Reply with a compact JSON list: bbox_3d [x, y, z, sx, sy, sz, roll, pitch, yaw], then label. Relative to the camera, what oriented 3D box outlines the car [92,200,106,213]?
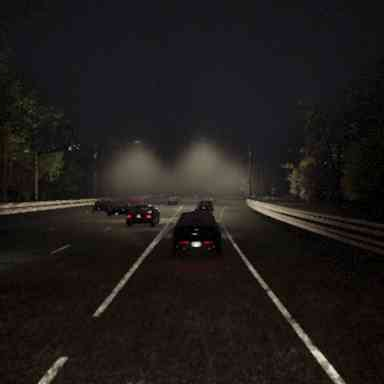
[{"bbox_3d":[-10.404,1.640,39.446,1.812,1.442,4.674,0,0,0],"label":"car"}]

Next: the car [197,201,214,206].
[{"bbox_3d":[1.432,1.651,35.836,2.033,1.411,5.357,0,0,6],"label":"car"}]

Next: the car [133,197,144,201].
[{"bbox_3d":[-10.406,1.663,63.977,1.882,1.535,5.008,0,0,0],"label":"car"}]

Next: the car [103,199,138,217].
[{"bbox_3d":[-6.903,1.696,32.683,1.895,1.301,4.718,0,0,0],"label":"car"}]

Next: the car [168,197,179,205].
[{"bbox_3d":[-3.407,1.670,61.421,2.128,1.511,4.902,0,0,0],"label":"car"}]

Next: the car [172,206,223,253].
[{"bbox_3d":[0.216,1.546,13.889,1.837,1.490,4.892,0,0,1],"label":"car"}]

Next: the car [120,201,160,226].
[{"bbox_3d":[-3.405,1.617,23.759,2.033,1.411,5.357,0,0,0],"label":"car"}]
